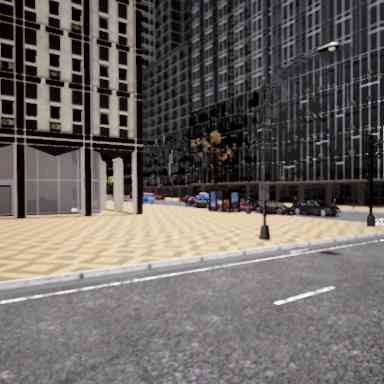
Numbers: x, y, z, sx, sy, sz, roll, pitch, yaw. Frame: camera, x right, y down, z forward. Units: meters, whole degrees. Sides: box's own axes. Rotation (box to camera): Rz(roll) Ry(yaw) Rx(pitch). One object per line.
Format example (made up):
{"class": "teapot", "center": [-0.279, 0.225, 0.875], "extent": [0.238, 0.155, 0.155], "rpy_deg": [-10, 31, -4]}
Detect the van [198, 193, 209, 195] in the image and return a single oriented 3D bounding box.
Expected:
{"class": "van", "center": [2.375, 1.080, 56.931], "extent": [1.690, 1.788, 3.998], "rpy_deg": [0, 1, -34]}

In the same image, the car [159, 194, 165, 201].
{"class": "car", "center": [-7.260, 1.162, 71.002], "extent": [1.802, 1.307, 4.206], "rpy_deg": [0, 1, -34]}

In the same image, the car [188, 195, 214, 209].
{"class": "car", "center": [1.838, 1.489, 42.792], "extent": [1.947, 1.339, 4.313], "rpy_deg": [0, 1, -34]}

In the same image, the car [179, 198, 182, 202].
{"class": "car", "center": [-0.837, 1.268, 61.623], "extent": [1.802, 1.307, 4.206], "rpy_deg": [0, 1, -34]}

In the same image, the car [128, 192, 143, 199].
{"class": "car", "center": [-13.683, 0.914, 80.378], "extent": [1.967, 1.590, 4.097], "rpy_deg": [0, 1, -34]}

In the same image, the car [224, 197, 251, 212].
{"class": "car", "center": [5.002, 1.556, 38.070], "extent": [1.802, 1.307, 4.206], "rpy_deg": [0, 1, -34]}

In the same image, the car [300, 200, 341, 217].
{"class": "car", "center": [12.058, 1.530, 32.535], "extent": [1.837, 1.490, 4.892], "rpy_deg": [-1, 1, -34]}

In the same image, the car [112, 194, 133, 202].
{"class": "car", "center": [-14.175, 1.212, 66.267], "extent": [2.008, 1.369, 4.403], "rpy_deg": [0, 1, -34]}

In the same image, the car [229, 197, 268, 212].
{"class": "car", "center": [6.736, 1.445, 40.308], "extent": [1.837, 1.490, 4.892], "rpy_deg": [-1, 1, -34]}

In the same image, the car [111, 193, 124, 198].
{"class": "car", "center": [-20.106, 0.917, 89.758], "extent": [2.008, 1.369, 4.403], "rpy_deg": [0, 1, -34]}

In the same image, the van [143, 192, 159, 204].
{"class": "van", "center": [-7.750, 1.109, 56.886], "extent": [1.690, 1.788, 3.998], "rpy_deg": [0, 1, -34]}

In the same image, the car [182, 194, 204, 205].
{"class": "car", "center": [0.927, 1.449, 48.805], "extent": [1.895, 1.301, 4.718], "rpy_deg": [-1, 1, -34]}

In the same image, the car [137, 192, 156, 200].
{"class": "car", "center": [-10.471, 0.842, 75.689], "extent": [2.192, 1.841, 5.009], "rpy_deg": [0, 1, -34]}

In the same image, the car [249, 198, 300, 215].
{"class": "car", "center": [8.199, 1.591, 33.369], "extent": [1.947, 1.339, 4.313], "rpy_deg": [0, 1, -34]}
